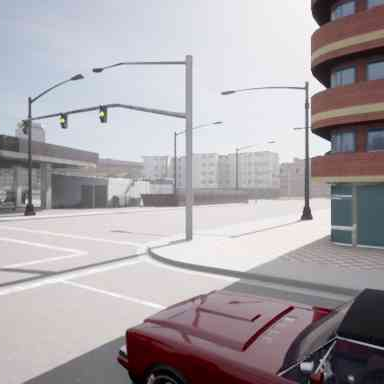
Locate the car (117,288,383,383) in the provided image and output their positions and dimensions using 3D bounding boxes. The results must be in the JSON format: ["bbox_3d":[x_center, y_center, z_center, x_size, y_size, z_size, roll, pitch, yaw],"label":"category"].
[{"bbox_3d":[1.551,1.601,2.867,4.718,1.301,1.895,0,0,36],"label":"car"}]

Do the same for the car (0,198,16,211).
[{"bbox_3d":[-22.300,1.443,38.828,3.806,1.475,1.970,0,0,36],"label":"car"}]
